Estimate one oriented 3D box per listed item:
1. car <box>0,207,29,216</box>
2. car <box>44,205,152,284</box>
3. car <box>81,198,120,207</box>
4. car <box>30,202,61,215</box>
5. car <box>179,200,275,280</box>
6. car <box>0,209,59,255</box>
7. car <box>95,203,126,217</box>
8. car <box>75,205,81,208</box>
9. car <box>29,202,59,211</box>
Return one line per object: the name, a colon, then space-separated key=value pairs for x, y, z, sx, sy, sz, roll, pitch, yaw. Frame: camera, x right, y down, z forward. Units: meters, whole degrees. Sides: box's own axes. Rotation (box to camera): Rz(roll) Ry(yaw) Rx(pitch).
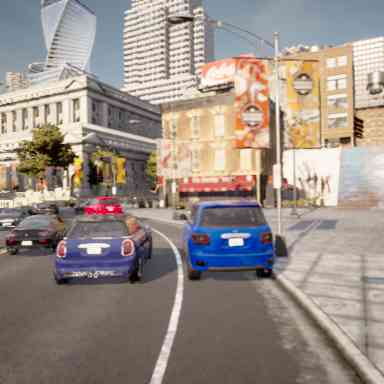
car: x=-12.973 y=1.828 z=23.612 sx=2.128 sy=1.511 sz=4.902 roll=-1 pitch=0 yaw=-26
car: x=-2.425 y=1.445 z=10.103 sx=2.097 sy=1.767 sz=4.553 roll=-1 pitch=0 yaw=-2
car: x=-7.519 y=1.492 z=28.100 sx=2.150 sy=2.045 sz=5.566 roll=0 pitch=0 yaw=-28
car: x=-18.631 y=2.027 z=42.132 sx=4.892 sy=1.490 sz=1.837 roll=-1 pitch=-1 yaw=43
car: x=0.850 y=1.261 z=10.294 sx=2.150 sy=2.045 sz=5.566 roll=-1 pitch=0 yaw=-3
car: x=-6.326 y=1.703 z=14.263 sx=1.812 sy=1.442 sz=4.674 roll=-1 pitch=0 yaw=-9
car: x=-9.040 y=1.935 z=36.570 sx=1.895 sy=1.301 sz=4.718 roll=-1 pitch=0 yaw=-33
car: x=-12.777 y=1.942 z=40.914 sx=2.002 sy=1.452 sz=4.674 roll=-1 pitch=0 yaw=-43
car: x=-15.219 y=1.912 z=33.469 sx=2.128 sy=1.511 sz=4.902 roll=-1 pitch=0 yaw=-37
